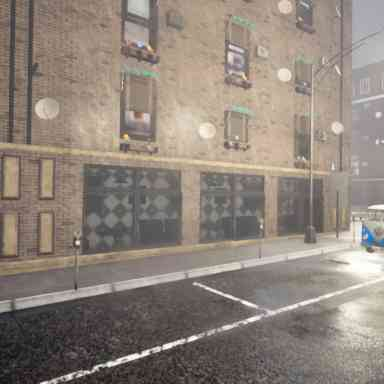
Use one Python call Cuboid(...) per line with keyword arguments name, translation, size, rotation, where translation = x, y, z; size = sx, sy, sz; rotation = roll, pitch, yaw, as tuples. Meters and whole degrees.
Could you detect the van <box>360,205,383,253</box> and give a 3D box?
Cuboid(name="van", translation=(7.819, 1.344, 12.229), size=(3.998, 1.788, 1.690), rotation=(0, 1, -36))
